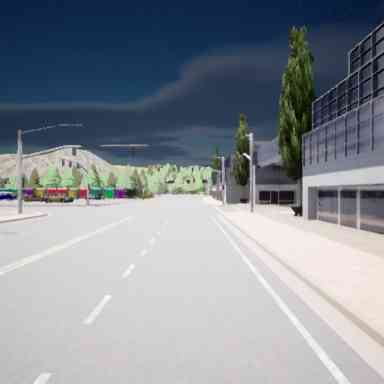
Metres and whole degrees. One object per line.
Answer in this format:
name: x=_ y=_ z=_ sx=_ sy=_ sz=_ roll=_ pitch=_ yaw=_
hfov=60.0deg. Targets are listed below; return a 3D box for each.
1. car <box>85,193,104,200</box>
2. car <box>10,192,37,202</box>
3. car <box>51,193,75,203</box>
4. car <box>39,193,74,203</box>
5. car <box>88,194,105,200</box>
car: x=-24.932 y=1.121 z=83.901 sx=3.866 sy=1.878 sz=1.905 roll=0 pitch=0 yaw=0
car: x=-42.453 y=1.116 z=83.893 sx=4.605 sy=1.855 sz=1.932 roll=0 pitch=0 yaw=0
car: x=-24.909 y=1.118 z=64.277 sx=3.866 sy=1.878 sz=1.905 roll=0 pitch=0 yaw=0
car: x=-24.966 y=1.115 z=61.383 sx=4.605 sy=1.855 sz=1.932 roll=0 pitch=0 yaw=0
car: x=-24.919 y=1.361 z=86.796 sx=3.806 sy=1.475 sz=1.970 roll=0 pitch=0 yaw=0
